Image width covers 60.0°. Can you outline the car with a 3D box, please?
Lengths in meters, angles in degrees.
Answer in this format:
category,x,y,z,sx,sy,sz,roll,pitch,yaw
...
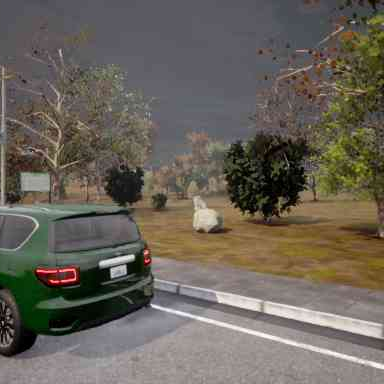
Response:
category,x,y,z,sx,sy,sz,roll,pitch,yaw
car,-3.230,1.221,6.279,5.566,2.045,2.150,0,0,35
